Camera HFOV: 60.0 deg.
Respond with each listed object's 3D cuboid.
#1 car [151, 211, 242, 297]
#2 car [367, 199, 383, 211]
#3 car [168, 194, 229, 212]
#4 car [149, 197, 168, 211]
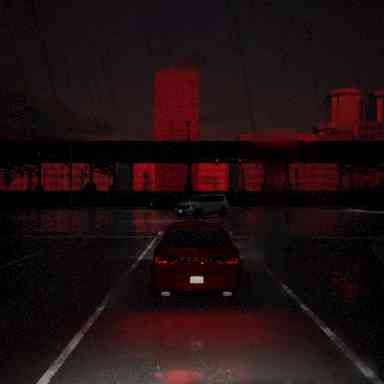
[{"bbox_3d":[0.095,1.478,8.637,1.882,1.535,5.008,0,0,0],"label":"car"},{"bbox_3d":[22.727,1.403,38.427,4.674,1.442,1.812,-1,0,1],"label":"car"},{"bbox_3d":[0.919,1.206,28.764,2.150,2.045,5.566,-1,-1,42],"label":"car"},{"bbox_3d":[-2.744,1.350,39.113,4.553,1.767,2.097,0,0,2],"label":"car"}]
